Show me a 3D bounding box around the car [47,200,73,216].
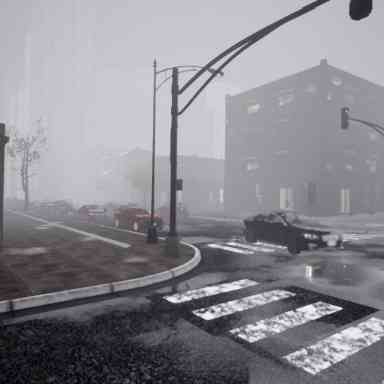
[{"bbox_3d":[-13.703,1.791,35.610,1.947,1.339,4.313,1,-1,-35],"label":"car"}]

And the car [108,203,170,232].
[{"bbox_3d":[-3.390,1.615,20.855,1.887,1.381,4.507,1,-1,-35],"label":"car"}]

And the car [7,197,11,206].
[{"bbox_3d":[-35.229,2.131,66.635,1.947,1.339,4.313,1,-1,-35],"label":"car"}]

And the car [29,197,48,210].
[{"bbox_3d":[-22.678,1.891,48.572,1.752,1.417,4.829,1,-1,-35],"label":"car"}]

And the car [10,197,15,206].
[{"bbox_3d":[-32.059,2.081,62.100,1.947,1.339,4.313,1,-1,-35],"label":"car"}]

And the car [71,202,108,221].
[{"bbox_3d":[-8.547,1.729,28.232,1.802,1.307,4.206,1,-1,-35],"label":"car"}]

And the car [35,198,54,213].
[{"bbox_3d":[-18.002,1.843,41.811,2.008,1.369,4.403,1,-1,-35],"label":"car"}]

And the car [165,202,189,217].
[{"bbox_3d":[-2.096,1.761,34.083,1.967,1.590,4.097,1,-1,-35],"label":"car"}]

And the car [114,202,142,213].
[{"bbox_3d":[-8.299,1.966,42.946,2.008,1.369,4.403,1,-1,-35],"label":"car"}]

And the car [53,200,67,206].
[{"bbox_3d":[-28.360,2.306,71.433,1.802,1.307,4.206,1,-1,-35],"label":"car"}]

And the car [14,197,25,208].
[{"bbox_3d":[-29.071,2.012,57.812,1.887,1.381,4.507,1,-1,-35],"label":"car"}]

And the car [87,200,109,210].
[{"bbox_3d":[-14.779,2.038,52.124,1.752,1.417,4.829,1,-1,-35],"label":"car"}]

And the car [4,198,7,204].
[{"bbox_3d":[-38.398,1.930,71.173,2.192,1.841,5.009,1,-1,-35],"label":"car"}]

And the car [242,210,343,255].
[{"bbox_3d":[3.869,1.509,13.605,2.128,1.511,4.902,0,0,-22],"label":"car"}]

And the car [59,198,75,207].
[{"bbox_3d":[-25.190,2.114,66.899,1.967,1.590,4.097,1,-1,-35],"label":"car"}]

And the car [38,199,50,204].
[{"bbox_3d":[-37.966,2.403,85.178,1.752,1.417,4.829,1,-1,-35],"label":"car"}]

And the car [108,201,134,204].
[{"bbox_3d":[-4.806,1.668,27.642,2.128,1.511,4.902,1,-1,-35],"label":"car"}]
